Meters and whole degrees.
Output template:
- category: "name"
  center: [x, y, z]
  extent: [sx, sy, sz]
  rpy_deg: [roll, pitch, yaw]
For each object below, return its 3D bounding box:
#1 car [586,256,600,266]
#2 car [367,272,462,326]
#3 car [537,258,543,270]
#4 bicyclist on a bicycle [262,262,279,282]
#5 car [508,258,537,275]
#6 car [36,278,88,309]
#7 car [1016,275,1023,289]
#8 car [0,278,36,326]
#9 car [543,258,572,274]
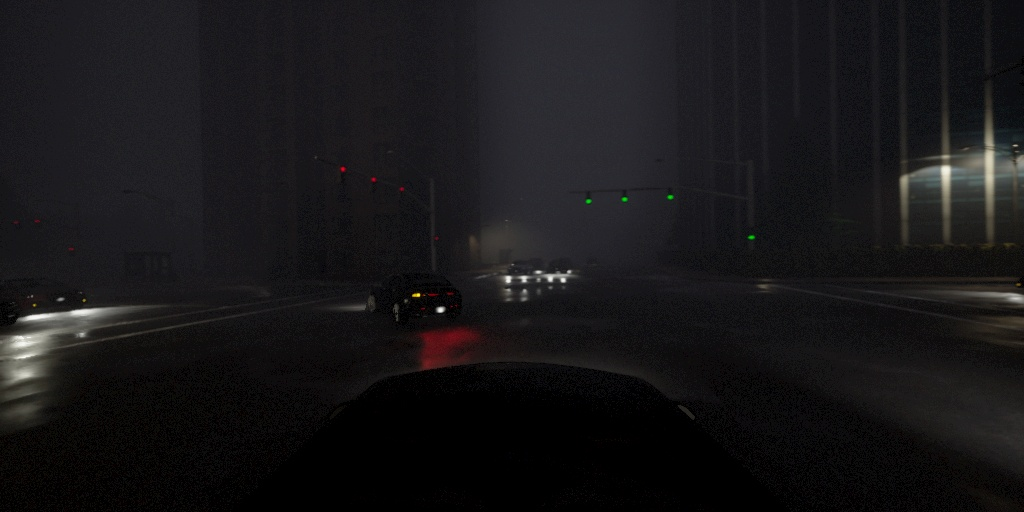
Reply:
- category: "car"
  center: [12.582, 0.780, 55.669]
  extent: [2.033, 1.411, 5.357]
  rpy_deg: [-1, 0, 12]
- category: "car"
  center: [-3.378, 1.267, 12.005]
  extent: [1.837, 1.490, 4.892]
  rpy_deg: [1, -1, -35]
- category: "car"
  center: [2.893, 0.981, 44.434]
  extent: [1.837, 1.490, 4.892]
  rpy_deg: [-1, 0, 13]
- category: "bicyclist on a bicycle"
  center: [-20.096, 1.295, 29.889]
  extent: [0.582, 1.620, 1.656]
  rpy_deg: [-1, 1, 12]
- category: "car"
  center: [0.891, 1.087, 35.397]
  extent: [1.812, 1.442, 4.674]
  rpy_deg: [-1, 0, 13]
- category: "car"
  center: [-20.565, 1.641, 15.199]
  extent: [4.181, 1.385, 1.994]
  rpy_deg: [-1, 0, 12]
- category: "car"
  center: [22.531, 0.819, 13.590]
  extent: [4.181, 1.385, 1.994]
  rpy_deg: [-1, 0, 12]
- category: "car"
  center: [-18.132, 1.529, 11.121]
  extent: [5.008, 1.535, 1.882]
  rpy_deg: [-1, 0, 10]
- category: "car"
  center: [4.710, 1.046, 36.477]
  extent: [1.994, 1.385, 4.181]
  rpy_deg: [-1, 0, 12]
